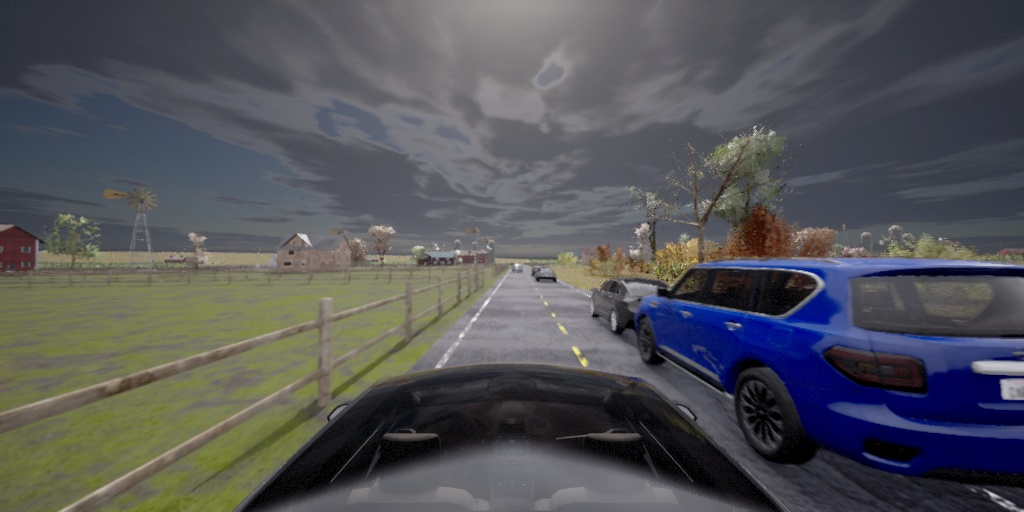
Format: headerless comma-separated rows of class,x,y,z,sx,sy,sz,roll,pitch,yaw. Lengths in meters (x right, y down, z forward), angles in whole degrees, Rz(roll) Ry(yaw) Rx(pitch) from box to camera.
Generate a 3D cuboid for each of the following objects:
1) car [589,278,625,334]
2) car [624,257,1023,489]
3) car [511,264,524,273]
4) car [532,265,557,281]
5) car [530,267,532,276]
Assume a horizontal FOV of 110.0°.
car,3.684,1.408,11.139,1.837,1.490,4.892,1,-1,1
car,3.595,1.054,5.174,2.150,2.045,5.566,1,-1,1
car,0.865,2.004,59.815,2.128,1.511,4.902,1,-1,1
car,3.294,1.772,35.601,1.994,1.385,4.181,1,-1,1
car,3.418,1.868,46.867,1.837,1.490,4.892,1,0,1
